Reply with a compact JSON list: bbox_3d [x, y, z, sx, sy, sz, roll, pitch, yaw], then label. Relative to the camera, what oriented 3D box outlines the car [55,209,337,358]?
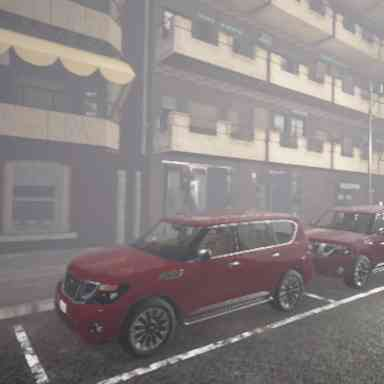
[{"bbox_3d":[0.212,1.324,6.218,5.009,1.841,2.192,0,1,-35],"label":"car"}]

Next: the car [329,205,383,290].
[{"bbox_3d":[4.716,1.337,9.426,5.009,1.841,2.192,0,1,-35],"label":"car"}]
